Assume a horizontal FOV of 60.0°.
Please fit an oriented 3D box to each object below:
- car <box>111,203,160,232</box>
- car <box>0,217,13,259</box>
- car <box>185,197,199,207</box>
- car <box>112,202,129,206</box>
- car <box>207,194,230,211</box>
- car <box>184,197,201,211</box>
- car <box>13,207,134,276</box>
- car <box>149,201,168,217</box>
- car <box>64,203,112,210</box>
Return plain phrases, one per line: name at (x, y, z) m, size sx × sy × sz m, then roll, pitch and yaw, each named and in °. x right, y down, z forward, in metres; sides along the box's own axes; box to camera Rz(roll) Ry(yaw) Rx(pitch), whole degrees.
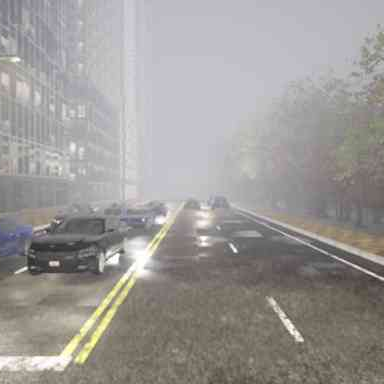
car at (-3.297, 1.564, 19.909) m, size 1.895 × 1.301 × 4.718 m, roll 0°, pitch 0°, yaw 1°
car at (-6.582, 1.516, 10.273) m, size 1.812 × 1.442 × 4.674 m, roll 0°, pitch 0°, yaw 1°
car at (0.032, 1.429, 49.699) m, size 2.033 × 1.411 × 5.357 m, roll 0°, pitch 0°, yaw 0°
car at (-6.482, 1.546, 29.612) m, size 1.895 × 1.301 × 4.718 m, roll 0°, pitch 0°, yaw 0°
car at (3.275, 1.258, 39.544) m, size 2.097 × 1.767 × 4.553 m, roll 0°, pitch 0°, yaw 0°
car at (0.025, 1.474, 39.576) m, size 1.994 × 1.385 × 4.181 m, roll 0°, pitch 0°, yaw 0°
car at (-3.335, 1.462, 10.565) m, size 1.882 × 1.535 × 5.008 m, roll 0°, pitch 0°, yaw 0°
car at (-3.233, 1.504, 29.814) m, size 1.994 × 1.385 × 4.181 m, roll 0°, pitch 0°, yaw 0°
car at (-6.549, 1.460, 19.539) m, size 2.128 × 1.511 × 4.902 m, roll 0°, pitch 0°, yaw 0°
